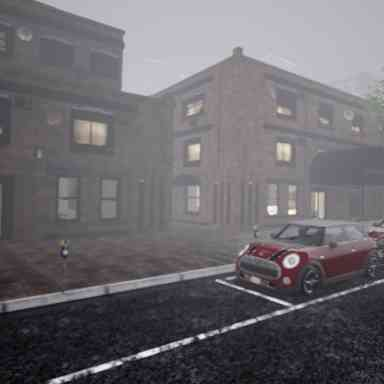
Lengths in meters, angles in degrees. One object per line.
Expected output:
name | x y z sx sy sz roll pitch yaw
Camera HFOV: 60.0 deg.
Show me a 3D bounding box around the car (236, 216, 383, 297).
car | 3.079 1.485 8.694 4.097 1.590 1.967 0 1 -35
